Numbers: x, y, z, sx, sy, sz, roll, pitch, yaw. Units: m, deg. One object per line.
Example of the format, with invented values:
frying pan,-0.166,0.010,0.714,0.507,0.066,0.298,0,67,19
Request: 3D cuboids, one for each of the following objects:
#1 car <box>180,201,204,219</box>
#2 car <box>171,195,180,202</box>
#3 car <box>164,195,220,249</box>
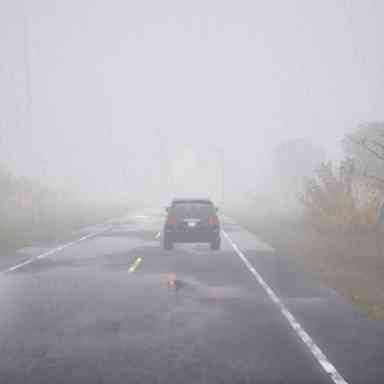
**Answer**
car,0.000,1.582,29.651,1.994,1.385,4.181,0,0,0
car,-3.760,1.486,75.946,1.882,1.535,5.008,0,0,-3
car,0.000,1.260,14.681,2.150,2.045,5.566,0,0,0
